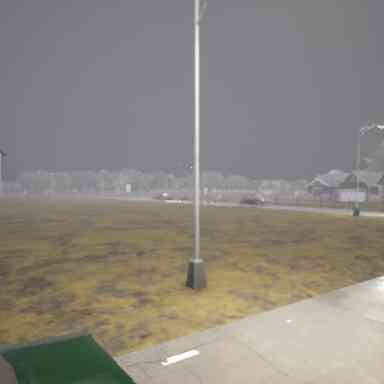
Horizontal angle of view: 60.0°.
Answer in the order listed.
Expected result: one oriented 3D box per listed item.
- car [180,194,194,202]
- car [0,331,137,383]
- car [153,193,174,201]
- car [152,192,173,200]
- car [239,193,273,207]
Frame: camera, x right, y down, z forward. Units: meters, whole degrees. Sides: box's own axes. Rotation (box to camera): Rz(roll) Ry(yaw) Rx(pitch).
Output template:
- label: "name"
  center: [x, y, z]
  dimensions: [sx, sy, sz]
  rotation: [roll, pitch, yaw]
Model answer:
- label: "car"
  center: [-0.470, 1.093, 61.453]
  dimensions: [1.994, 1.385, 4.181]
  rotation: [2, -1, -35]
- label: "car"
  center: [-2.423, 1.602, 1.338]
  dimensions: [4.718, 1.301, 1.895]
  rotation: [0, 0, -35]
- label: "car"
  center: [-5.349, 0.960, 62.271]
  dimensions: [2.033, 1.411, 5.357]
  rotation: [2, -1, -35]
- label: "car"
  center: [-6.255, 0.837, 69.613]
  dimensions: [2.033, 1.411, 5.357]
  rotation: [2, -1, -35]
- label: "car"
  center: [8.242, 0.964, 42.977]
  dimensions: [2.097, 1.767, 4.553]
  rotation: [2, 0, -35]
